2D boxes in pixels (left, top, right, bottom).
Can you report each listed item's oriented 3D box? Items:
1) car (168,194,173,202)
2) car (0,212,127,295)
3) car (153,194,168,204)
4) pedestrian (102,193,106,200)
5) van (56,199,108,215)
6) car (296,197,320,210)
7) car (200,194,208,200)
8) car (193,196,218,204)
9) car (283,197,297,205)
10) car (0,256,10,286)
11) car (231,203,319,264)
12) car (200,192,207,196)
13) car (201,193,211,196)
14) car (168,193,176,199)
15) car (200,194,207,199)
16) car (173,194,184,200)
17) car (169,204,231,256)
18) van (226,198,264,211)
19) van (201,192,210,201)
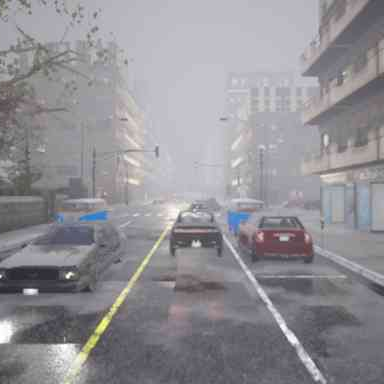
[{"bbox_3d":[-5.440,1.119,66.482,1.967,1.590,4.097,1,0,0],"label":"car"},{"bbox_3d":[-3.063,1.503,8.995,2.033,1.411,5.357,0,0,0],"label":"car"},{"bbox_3d":[-5.481,1.259,55.027,1.752,1.417,4.829,1,0,0],"label":"car"},{"bbox_3d":[-12.373,0.980,46.662,0.375,1.860,0.375,0,-1,1],"label":"pedestrian"},{"bbox_3d":[-5.578,1.256,17.253,1.690,1.788,3.998,1,0,0],"label":"van"},{"bbox_3d":[13.662,1.407,34.934,4.313,1.339,1.947,0,-1,1],"label":"car"},{"bbox_3d":[2.999,1.125,83.551,1.752,1.417,4.829,1,0,0],"label":"car"},{"bbox_3d":[1.371,1.386,32.980,2.033,1.411,5.357,0,0,19],"label":"car"},{"bbox_3d":[13.796,1.388,43.315,4.097,1.590,1.967,0,-1,1],"label":"car"},{"bbox_3d":[-5.638,1.535,6.206,1.947,1.339,4.313,1,0,0],"label":"car"},{"bbox_3d":[2.717,1.383,11.699,1.967,1.590,4.097,1,0,0],"label":"car"},{"bbox_3d":[2.918,1.257,60.811,2.008,1.369,4.403,1,0,0],"label":"car"},{"bbox_3d":[2.898,1.299,55.169,1.947,1.339,4.313,1,0,0],"label":"car"},{"bbox_3d":[-5.361,1.119,89.053,1.887,1.381,4.507,1,0,0],"label":"car"},{"bbox_3d":[3.017,1.156,89.023,1.802,1.307,4.206,1,0,0],"label":"car"},{"bbox_3d":[-2.722,1.162,78.736,2.033,1.411,5.357,0,0,0],"label":"car"},{"bbox_3d":[0.147,1.430,12.868,2.128,1.511,4.902,0,0,0],"label":"car"},{"bbox_3d":[2.736,1.257,17.221,1.690,1.788,3.998,1,0,0],"label":"van"},{"bbox_3d":[2.962,0.994,72.094,1.690,1.788,3.998,1,0,0],"label":"van"}]
